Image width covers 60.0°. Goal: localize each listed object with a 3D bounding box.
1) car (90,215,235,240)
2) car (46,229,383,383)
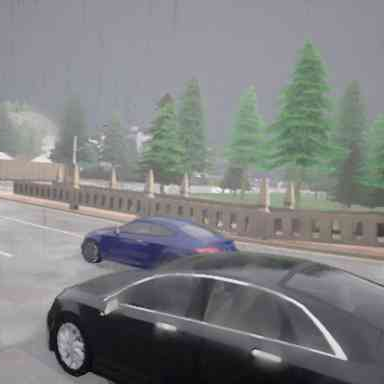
[{"bbox_3d":[-0.973,1.350,8.961,4.674,1.442,1.812,3,2,35],"label":"car"},{"bbox_3d":[0.306,1.463,3.764,4.892,1.490,1.837,1,0,36],"label":"car"}]
